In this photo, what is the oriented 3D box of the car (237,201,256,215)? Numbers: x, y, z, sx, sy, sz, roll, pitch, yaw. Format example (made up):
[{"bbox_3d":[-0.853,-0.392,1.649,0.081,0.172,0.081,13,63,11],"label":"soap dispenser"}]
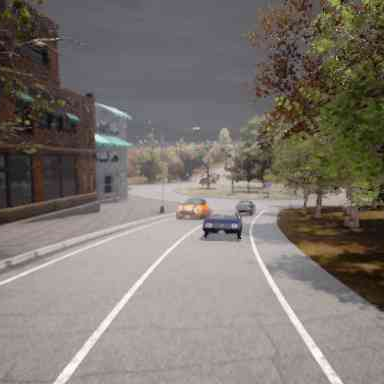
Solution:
[{"bbox_3d":[5.655,1.607,35.011,2.033,1.411,5.357,2,1,15],"label":"car"}]

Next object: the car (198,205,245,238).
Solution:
[{"bbox_3d":[1.726,1.603,17.697,1.895,1.301,4.718,1,0,9],"label":"car"}]

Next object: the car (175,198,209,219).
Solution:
[{"bbox_3d":[0.165,1.307,27.446,2.097,1.767,4.553,1,0,14],"label":"car"}]
